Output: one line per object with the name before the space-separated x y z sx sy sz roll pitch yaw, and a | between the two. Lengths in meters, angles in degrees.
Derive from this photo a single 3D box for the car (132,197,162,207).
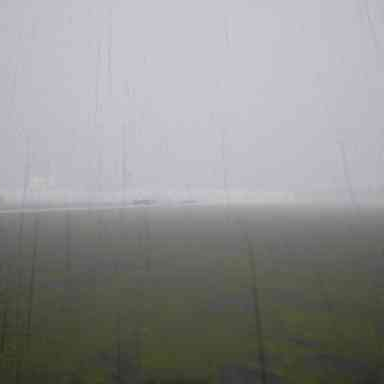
car | -7.989 1.659 56.823 1.882 1.535 5.008 0 0 37

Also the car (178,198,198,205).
car | -0.670 1.860 66.713 1.895 1.301 4.718 0 0 37

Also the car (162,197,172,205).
car | -5.879 1.725 64.318 2.128 1.511 4.902 0 0 37
